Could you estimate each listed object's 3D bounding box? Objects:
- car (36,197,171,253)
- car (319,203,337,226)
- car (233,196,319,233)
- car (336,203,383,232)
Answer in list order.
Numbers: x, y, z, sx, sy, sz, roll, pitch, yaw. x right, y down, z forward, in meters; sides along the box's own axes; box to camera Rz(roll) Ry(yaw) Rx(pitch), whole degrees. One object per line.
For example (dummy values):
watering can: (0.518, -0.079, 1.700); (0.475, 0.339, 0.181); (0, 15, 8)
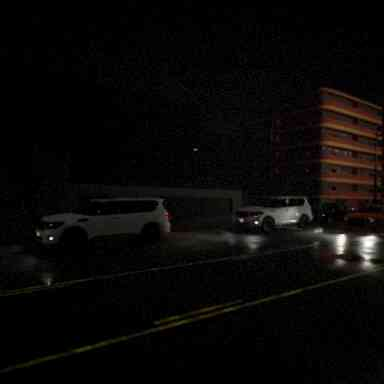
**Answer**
car: (-3.578, 1.250, 14.244); (5.566, 2.045, 2.150); (0, 0, -35)
car: (9.990, 1.566, 23.919); (4.902, 1.511, 2.128); (1, 0, -36)
car: (5.046, 1.254, 20.386); (5.566, 2.045, 2.150); (0, 0, -35)
car: (11.407, 1.545, 20.637); (5.008, 1.535, 1.882); (1, -1, -35)
